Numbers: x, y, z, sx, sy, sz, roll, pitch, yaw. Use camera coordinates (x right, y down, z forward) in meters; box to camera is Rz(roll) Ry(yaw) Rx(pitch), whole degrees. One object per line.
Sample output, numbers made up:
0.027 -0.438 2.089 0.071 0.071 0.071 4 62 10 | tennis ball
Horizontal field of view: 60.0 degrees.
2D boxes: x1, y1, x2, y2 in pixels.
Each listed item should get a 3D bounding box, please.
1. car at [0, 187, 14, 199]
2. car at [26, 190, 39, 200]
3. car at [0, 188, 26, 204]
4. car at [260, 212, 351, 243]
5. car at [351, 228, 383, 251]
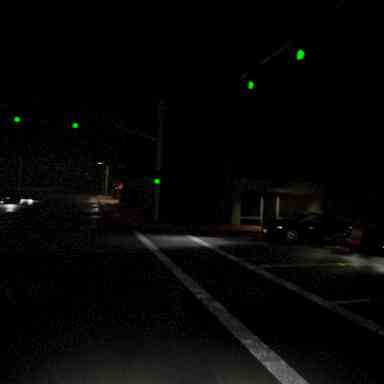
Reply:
-26.609 0.115 46.591 1.882 1.535 5.008 3 0 -16 | car
-23.246 0.375 47.530 1.994 1.385 4.181 3 0 -16 | car
-20.007 0.480 36.398 1.837 1.490 4.892 3 0 -16 | car
6.004 1.806 17.469 4.902 1.511 2.128 3 0 -18 | car
10.075 2.002 15.103 5.008 1.535 1.882 3 0 -18 | car
